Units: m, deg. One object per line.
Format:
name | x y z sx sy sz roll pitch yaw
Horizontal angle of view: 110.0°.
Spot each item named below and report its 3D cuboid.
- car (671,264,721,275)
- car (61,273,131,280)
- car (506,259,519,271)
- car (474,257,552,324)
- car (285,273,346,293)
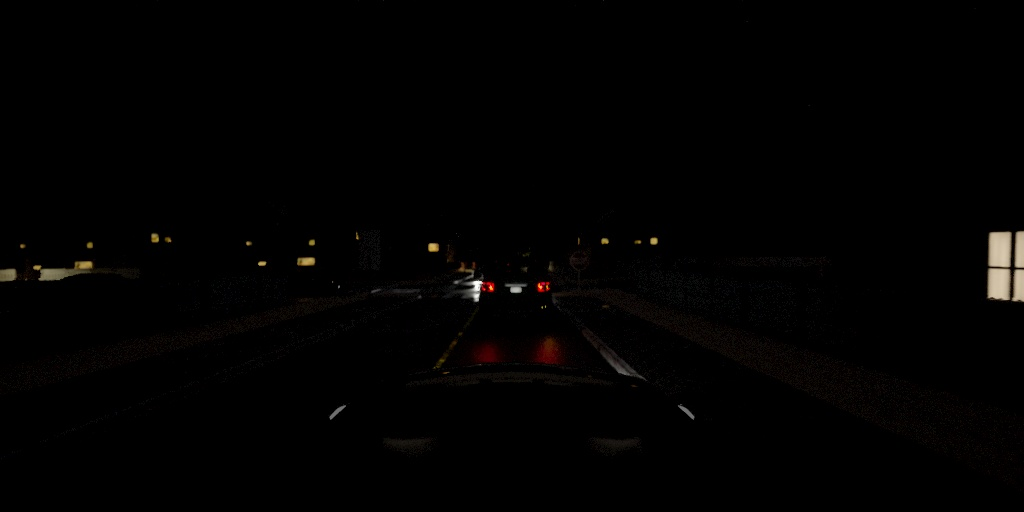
car | 13.166 1.279 24.081 5.008 1.535 1.882 -1 1 1
car | -27.054 1.867 23.685 4.892 1.490 1.837 -1 1 0
car | 0.093 1.627 64.818 2.150 2.045 5.566 0 -1 0
car | 0.114 1.064 12.555 2.150 2.045 5.566 0 -1 0
car | -13.700 1.771 23.779 4.718 1.301 1.895 -1 1 -1
